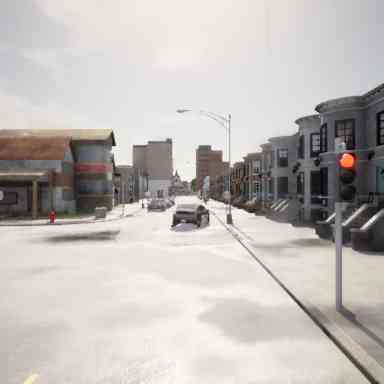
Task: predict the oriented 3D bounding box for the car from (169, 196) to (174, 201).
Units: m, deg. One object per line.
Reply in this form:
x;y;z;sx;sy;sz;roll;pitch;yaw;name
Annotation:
-4.079;1.547;48.987;2.033;1.411;5.357;0;0;0;car

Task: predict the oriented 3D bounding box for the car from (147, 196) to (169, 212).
-4.090;1.505;39.237;1.837;1.490;4.892;0;0;0;car

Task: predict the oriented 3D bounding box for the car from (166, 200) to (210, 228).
-0.011;1.506;22.568;1.837;1.490;4.892;3;1;12;car

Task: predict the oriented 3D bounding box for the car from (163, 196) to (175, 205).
-4.041;1.525;58.792;1.812;1.442;4.674;0;0;1;car
